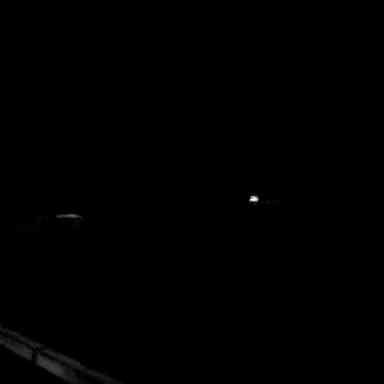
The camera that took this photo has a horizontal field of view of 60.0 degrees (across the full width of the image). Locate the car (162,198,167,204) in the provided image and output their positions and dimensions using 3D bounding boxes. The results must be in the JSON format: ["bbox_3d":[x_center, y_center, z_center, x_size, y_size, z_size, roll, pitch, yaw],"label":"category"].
[{"bbox_3d":[-4.554,1.522,43.569,2.033,1.411,5.357,0,0,33],"label":"car"}]

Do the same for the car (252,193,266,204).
[{"bbox_3d":[12.276,1.198,63.314,2.150,2.045,5.566,0,0,32],"label":"car"}]

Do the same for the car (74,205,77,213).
[{"bbox_3d":[-10.081,1.327,34.830,2.097,1.767,4.553,0,0,32],"label":"car"}]

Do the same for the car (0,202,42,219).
[{"bbox_3d":[-14.929,1.523,27.153,2.033,1.411,5.357,0,0,32],"label":"car"}]
